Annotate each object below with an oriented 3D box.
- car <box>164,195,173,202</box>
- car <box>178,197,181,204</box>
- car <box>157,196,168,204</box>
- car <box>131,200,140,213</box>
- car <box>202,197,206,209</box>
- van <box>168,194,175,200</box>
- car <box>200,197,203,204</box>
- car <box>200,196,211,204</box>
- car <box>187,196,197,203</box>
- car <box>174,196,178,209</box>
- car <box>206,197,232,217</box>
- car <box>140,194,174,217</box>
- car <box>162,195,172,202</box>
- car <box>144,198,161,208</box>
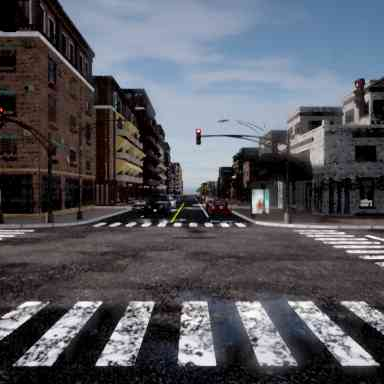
[{"bbox_3d":[-5.832,1.592,82.876,1.752,1.417,4.829,-1,0,0],"label":"car"},{"bbox_3d":[-3.122,1.562,63.313,1.812,1.442,4.674,0,0,0],"label":"car"},{"bbox_3d":[-5.804,1.566,65.787,1.752,1.417,4.829,0,0,0],"label":"car"},{"bbox_3d":[-5.757,1.561,37.474,2.008,1.369,4.403,0,0,0],"label":"car"},{"bbox_3d":[2.614,1.597,43.197,1.802,1.307,4.206,0,0,0],"label":"car"},{"bbox_3d":[-5.853,1.430,94.440,1.690,1.788,3.998,-1,0,0],"label":"van"},{"bbox_3d":[2.604,1.571,48.894,2.008,1.369,4.403,0,0,0],"label":"car"},{"bbox_3d":[2.577,1.591,65.984,2.008,1.369,4.403,-1,0,0],"label":"car"},{"bbox_3d":[-0.026,1.593,70.257,2.033,1.411,5.357,0,0,0],"label":"car"},{"bbox_3d":[-3.170,1.542,44.429,1.812,1.442,4.674,0,0,0],"label":"car"},{"bbox_3d":[2.632,1.446,31.803,1.967,1.590,4.097,0,0,0],"label":"car"},{"bbox_3d":[-3.150,1.227,31.291,2.150,2.045,5.566,0,0,0],"label":"car"},{"bbox_3d":[-5.825,1.498,77.350,1.967,1.590,4.097,0,0,0],"label":"car"},{"bbox_3d":[-5.776,1.571,48.868,2.008,1.369,4.403,0,0,0],"label":"car"}]
